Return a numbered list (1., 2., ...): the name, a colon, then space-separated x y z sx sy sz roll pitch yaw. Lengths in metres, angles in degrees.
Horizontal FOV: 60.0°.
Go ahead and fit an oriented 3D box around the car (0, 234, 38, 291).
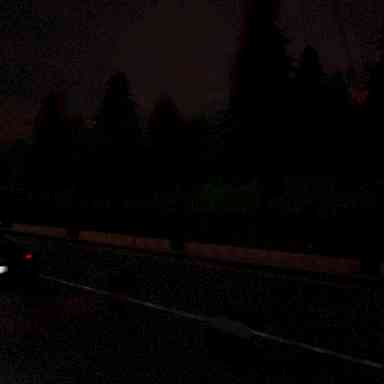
1. car: -5.553 1.560 7.952 4.181 1.385 1.994 0 0 36
